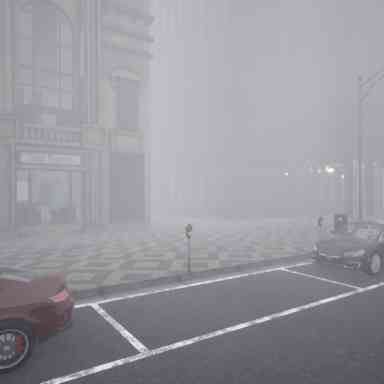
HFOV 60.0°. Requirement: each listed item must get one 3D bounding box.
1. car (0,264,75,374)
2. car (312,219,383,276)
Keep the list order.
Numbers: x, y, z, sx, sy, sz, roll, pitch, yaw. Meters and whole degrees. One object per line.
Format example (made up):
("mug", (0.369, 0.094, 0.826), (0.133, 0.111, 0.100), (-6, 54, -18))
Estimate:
("car", (-3.672, 1.582, 4.101), (4.206, 1.307, 1.802), (0, 0, -34))
("car", (5.522, 1.548, 10.230), (4.403, 1.369, 2.008), (0, 0, -34))
